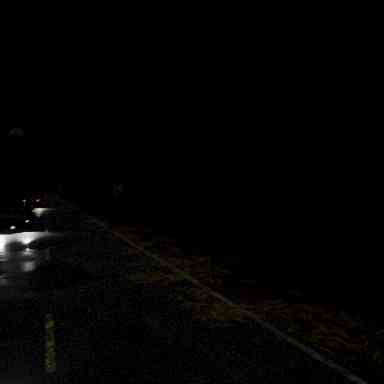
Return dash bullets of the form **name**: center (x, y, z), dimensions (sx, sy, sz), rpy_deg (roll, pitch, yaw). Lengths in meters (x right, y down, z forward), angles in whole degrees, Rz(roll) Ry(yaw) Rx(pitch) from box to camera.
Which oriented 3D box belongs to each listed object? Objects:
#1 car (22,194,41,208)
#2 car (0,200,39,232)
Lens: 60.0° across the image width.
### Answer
- **car**: center (-20.612, 1.096, 42.810), dimensions (2.097, 1.767, 4.553), rpy_deg (-2, 1, -24)
- **car**: center (-10.598, 1.494, 20.155), dimensions (2.033, 1.411, 5.357), rpy_deg (-2, 1, -24)
